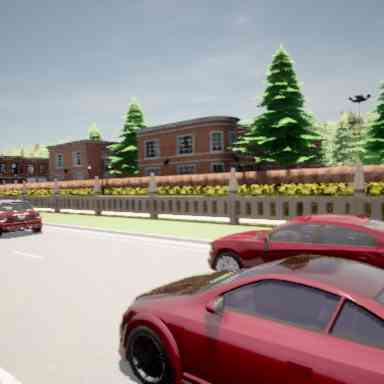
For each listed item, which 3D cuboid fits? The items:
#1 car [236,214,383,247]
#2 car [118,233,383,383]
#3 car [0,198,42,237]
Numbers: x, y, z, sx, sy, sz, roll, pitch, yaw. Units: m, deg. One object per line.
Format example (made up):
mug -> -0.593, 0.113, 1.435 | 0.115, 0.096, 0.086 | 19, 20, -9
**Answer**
car -> 2.592, 1.203, 6.875 | 5.008, 1.535, 1.882 | 0, 2, 39
car -> 1.086, 1.421, 3.592 | 4.181, 1.385, 1.994 | -1, 2, 39
car -> -9.559, 1.181, 16.818 | 4.553, 1.767, 2.097 | 0, 2, 39
